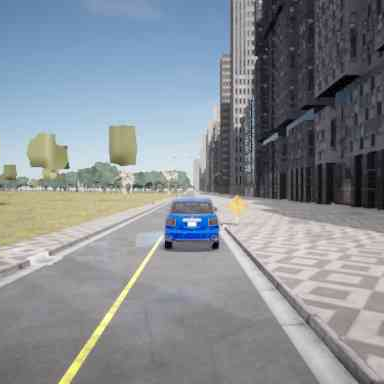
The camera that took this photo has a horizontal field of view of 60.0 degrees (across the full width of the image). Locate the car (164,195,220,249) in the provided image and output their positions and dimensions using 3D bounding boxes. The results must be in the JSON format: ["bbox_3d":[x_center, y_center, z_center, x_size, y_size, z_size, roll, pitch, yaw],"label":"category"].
[{"bbox_3d":[0.000,1.252,14.679,2.150,2.045,5.566,0,0,0],"label":"car"}]

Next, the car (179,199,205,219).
[{"bbox_3d":[0.000,1.468,29.649,2.128,1.511,4.902,0,0,0],"label":"car"}]

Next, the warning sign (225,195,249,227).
[{"bbox_3d":[2.712,1.103,20.024,1.300,1.860,1.060,0,0,0],"label":"warning sign"}]

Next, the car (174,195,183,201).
[{"bbox_3d":[-3.001,1.340,75.957,1.812,1.442,4.674,0,0,0],"label":"car"}]
